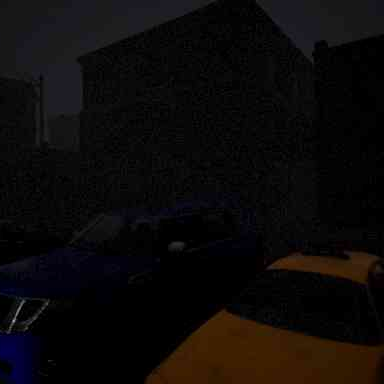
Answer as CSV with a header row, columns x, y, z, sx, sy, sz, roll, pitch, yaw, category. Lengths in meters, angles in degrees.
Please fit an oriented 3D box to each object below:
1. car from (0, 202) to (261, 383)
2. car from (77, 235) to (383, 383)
x,y,z,sx,sy,sz,roll,pitch,yaw,category
-0.639,1.231,5.775,2.435,2.045,5.566,0,0,35,car
1.532,1.477,4.034,1.946,1.575,5.366,0,0,35,car
